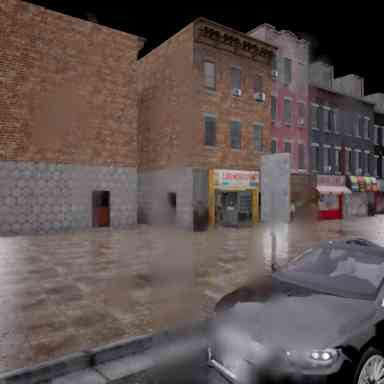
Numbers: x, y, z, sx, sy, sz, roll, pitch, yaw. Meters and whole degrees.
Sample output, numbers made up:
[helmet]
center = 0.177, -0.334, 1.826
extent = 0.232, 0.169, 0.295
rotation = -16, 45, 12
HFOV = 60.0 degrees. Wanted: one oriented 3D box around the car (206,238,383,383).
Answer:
[car]
center = 2.430, 1.492, 4.815
extent = 4.902, 1.511, 2.128
rotation = 0, 0, -36
